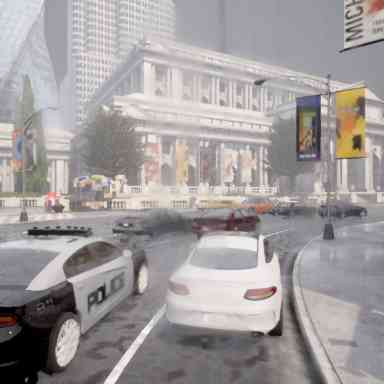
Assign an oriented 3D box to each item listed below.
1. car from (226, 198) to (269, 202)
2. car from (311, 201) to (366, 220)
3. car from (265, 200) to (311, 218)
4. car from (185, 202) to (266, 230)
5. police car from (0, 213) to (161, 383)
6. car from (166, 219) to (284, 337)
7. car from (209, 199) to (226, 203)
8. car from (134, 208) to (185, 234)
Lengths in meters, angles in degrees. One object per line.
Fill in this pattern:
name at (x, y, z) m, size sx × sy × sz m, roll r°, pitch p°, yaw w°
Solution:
car at (5.826, 1.352, 31.745) m, size 4.553 × 1.767 × 2.097 m, roll 0°, pitch 0°, yaw -37°
car at (12.697, 1.494, 27.950) m, size 4.902 × 1.511 × 2.128 m, roll 0°, pitch 0°, yaw -34°
car at (9.015, 1.602, 29.676) m, size 4.718 × 1.301 × 1.895 m, roll 0°, pitch 0°, yaw -36°
car at (1.875, 1.477, 16.679) m, size 1.882 × 1.535 × 5.008 m, roll 0°, pitch 0°, yaw 30°
police car at (-2.224, 1.424, 5.855) m, size 1.930 × 1.638 × 5.238 m, roll 0°, pitch 0°, yaw 10°
car at (0.836, 1.525, 6.696) m, size 1.812 × 1.442 × 4.674 m, roll 0°, pitch 0°, yaw 13°
car at (2.703, 1.477, 33.740) m, size 5.008 × 1.535 × 1.882 m, roll 0°, pitch 0°, yaw -39°
car at (-1.786, 1.547, 17.357) m, size 2.033 × 1.411 × 5.357 m, roll 0°, pitch 0°, yaw 29°
